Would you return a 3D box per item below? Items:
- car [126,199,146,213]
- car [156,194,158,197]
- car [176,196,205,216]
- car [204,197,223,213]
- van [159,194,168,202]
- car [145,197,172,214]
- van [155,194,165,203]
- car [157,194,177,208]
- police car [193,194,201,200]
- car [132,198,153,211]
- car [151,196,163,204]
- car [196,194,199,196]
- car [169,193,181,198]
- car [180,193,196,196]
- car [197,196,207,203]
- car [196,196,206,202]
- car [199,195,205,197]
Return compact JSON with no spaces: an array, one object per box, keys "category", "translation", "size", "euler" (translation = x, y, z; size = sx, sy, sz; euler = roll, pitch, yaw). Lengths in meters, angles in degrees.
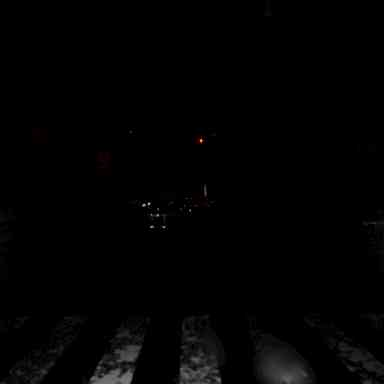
[{"category":"car","translation":[-6.082,1.517,36.524],"size":[2.008,1.369,4.403],"euler":[0,0,-1]},{"category":"car","translation":[-6.327,1.520,56.086],"size":[1.947,1.339,4.313],"euler":[0,0,-1]},{"category":"car","translation":[-0.169,1.461,32.475],"size":[2.128,1.511,4.902],"euler":[0,0,-1]},{"category":"car","translation":[2.443,1.517,36.627],"size":[2.008,1.369,4.403],"euler":[0,0,-1]},{"category":"van","translation":[-6.599,1.286,77.737],"size":[1.690,1.788,3.998],"euler":[0,0,-1]},{"category":"car","translation":[-3.402,1.532,34.923],"size":[1.994,1.385,4.181],"euler":[0,0,-1]},{"category":"van","translation":[-6.463,1.290,66.911],"size":[1.690,1.788,3.998],"euler":[0,0,-1]},{"category":"car","translation":[-3.549,1.436,47.888],"size":[1.882,1.535,5.008],"euler":[0,0,0]},{"category":"police car","translation":[1.370,1.368,90.806],"size":[1.930,1.638,5.238],"euler":[0,0,-1]},{"category":"car","translation":[-6.145,1.513,41.515],"size":[2.008,1.369,4.403],"euler":[0,0,-1]},{"category":"car","translation":[-6.393,1.476,61.329],"size":[1.752,1.417,4.829],"euler":[0,0,-1]},{"category":"car","translation":[2.114,1.501,62.830],"size":[2.008,1.369,4.403],"euler":[0,0,-1]},{"category":"car","translation":[-3.717,1.301,66.640],"size":[2.097,1.767,4.553],"euler":[0,0,0]},{"category":"car","translation":[-0.679,1.441,65.453],"size":[2.128,1.511,4.902],"euler":[0,0,-1]},{"category":"car","translation":[2.046,1.473,68.289],"size":[1.752,1.417,4.829],"euler":[0,0,-1]},{"category":"car","translation":[1.982,1.512,73.408],"size":[1.947,1.339,4.313],"euler":[0,0,-1]},{"category":"car","translation":[2.306,1.503,47.515],"size":[1.887,1.381,4.507],"euler":[0,0,-1]}]
